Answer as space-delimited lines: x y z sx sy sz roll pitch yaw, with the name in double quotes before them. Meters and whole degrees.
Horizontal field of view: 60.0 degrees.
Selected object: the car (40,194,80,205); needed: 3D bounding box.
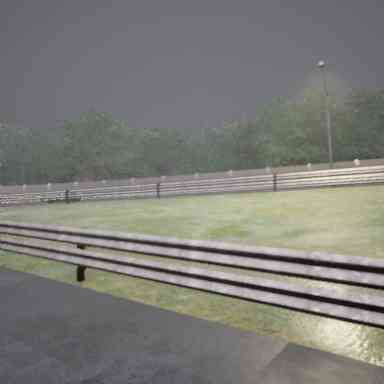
"car" -16.198 0.873 40.801 4.718 1.301 1.895 -3 -1 19
